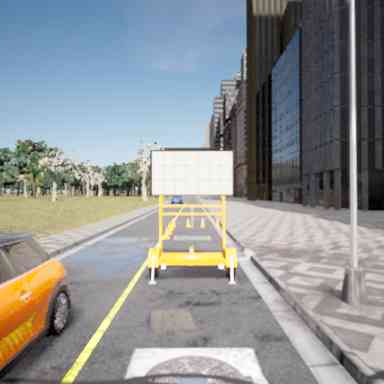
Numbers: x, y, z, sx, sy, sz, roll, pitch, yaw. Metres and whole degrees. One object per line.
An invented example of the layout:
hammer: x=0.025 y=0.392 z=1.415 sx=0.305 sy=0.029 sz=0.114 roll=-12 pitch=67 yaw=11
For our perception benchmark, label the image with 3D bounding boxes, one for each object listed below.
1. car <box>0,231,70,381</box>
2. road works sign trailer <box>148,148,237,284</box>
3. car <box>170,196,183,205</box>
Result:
car: x=-3.096 y=1.373 z=3.674 sx=2.097 sy=1.767 sz=4.553 roll=0 pitch=0 yaw=0
road works sign trailer: x=0.009 y=0.515 z=9.731 sx=2.380 sy=3.560 sz=2.880 roll=0 pitch=0 yaw=0
car: x=-2.964 y=1.567 z=65.275 sx=2.150 sy=2.045 sz=5.566 roll=0 pitch=0 yaw=0
